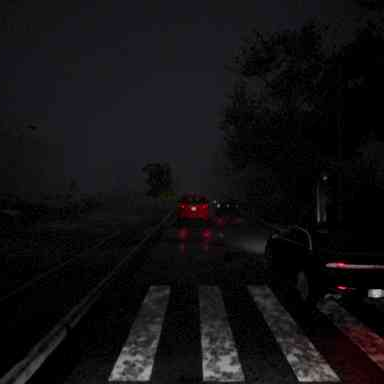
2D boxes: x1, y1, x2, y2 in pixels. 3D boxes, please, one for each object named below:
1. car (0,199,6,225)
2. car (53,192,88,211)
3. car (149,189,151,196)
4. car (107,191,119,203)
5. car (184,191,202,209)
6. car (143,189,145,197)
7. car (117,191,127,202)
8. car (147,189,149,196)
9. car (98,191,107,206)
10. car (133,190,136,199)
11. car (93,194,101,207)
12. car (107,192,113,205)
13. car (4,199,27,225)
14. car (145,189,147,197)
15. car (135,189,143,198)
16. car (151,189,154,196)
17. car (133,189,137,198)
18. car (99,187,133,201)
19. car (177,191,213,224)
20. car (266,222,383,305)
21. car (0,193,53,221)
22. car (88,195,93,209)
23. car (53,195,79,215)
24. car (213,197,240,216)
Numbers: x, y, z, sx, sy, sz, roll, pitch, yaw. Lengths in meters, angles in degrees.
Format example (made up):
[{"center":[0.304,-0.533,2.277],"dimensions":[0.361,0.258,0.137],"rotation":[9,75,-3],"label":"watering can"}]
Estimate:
[{"center":[-14.010,1.439,18.973],"dimensions":[5.366,1.575,1.946],"rotation":[-1,1,-20],"label":"car"},{"center":[-13.857,1.077,34.044],"dimensions":[5.566,2.045,2.435],"rotation":[-1,1,-20],"label":"car"},{"center":[-13.820,0.576,85.061],"dimensions":[4.792,1.488,2.163],"rotation":[-1,1,-20],"label":"car"},{"center":[-13.811,1.097,49.069],"dimensions":[5.008,1.535,2.097],"rotation":[-1,1,-20],"label":"car"},{"center":[0.102,0.939,42.919],"dimensions":[2.150,2.045,5.566],"rotation":[0,1,0],"label":"car"},{"center":[-13.771,0.527,76.080],"dimensions":[4.553,1.767,2.185],"rotation":[-1,1,-20],"label":"car"},{"center":[-13.788,1.014,55.085],"dimensions":[4.792,1.488,2.163],"rotation":[-1,1,-20],"label":"car"},{"center":[-13.804,0.582,82.077],"dimensions":[4.892,1.521,2.231],"rotation":[-1,0,-20],"label":"car"},{"center":[-13.854,1.076,43.057],"dimensions":[4.553,1.767,2.185],"rotation":[-1,1,-20],"label":"car"},{"center":[-13.636,0.871,61.139],"dimensions":[5.366,1.575,1.946],"rotation":[-1,1,-20],"label":"car"},{"center":[-13.827,1.291,40.071],"dimensions":[4.674,1.452,2.002],"rotation":[-1,1,-20],"label":"car"},{"center":[-13.823,1.190,46.070],"dimensions":[4.674,1.452,2.002],"rotation":[-1,1,-20],"label":"car"},{"center":[-13.841,1.466,22.046],"dimensions":[4.674,1.452,2.002],"rotation":[-1,0,-20],"label":"car"},{"center":[-13.832,0.491,79.065],"dimensions":[4.553,1.767,2.185],"rotation":[-1,1,-20],"label":"car"},{"center":[-13.832,0.485,70.052],"dimensions":[5.566,2.045,2.435],"rotation":[-1,1,-20],"label":"car"},{"center":[-13.820,0.263,88.061],"dimensions":[5.566,2.045,2.435],"rotation":[-1,1,-20],"label":"car"},{"center":[-13.982,0.829,64.005],"dimensions":[5.366,1.575,1.946],"rotation":[-1,1,-20],"label":"car"},{"center":[-13.791,0.680,58.083],"dimensions":[5.566,2.045,2.435],"rotation":[-1,1,-20],"label":"car"},{"center":[0.102,1.153,24.206],"dimensions":[2.150,2.045,5.566],"rotation":[0,1,0],"label":"car"},{"center":[3.101,1.477,8.006],"dimensions":[2.128,1.511,4.902],"rotation":[0,0,0],"label":"car"},{"center":[-13.812,1.160,25.064],"dimensions":[5.566,2.045,2.435],"rotation":[-1,0,-20],"label":"car"},{"center":[-13.852,1.319,37.046],"dimensions":[4.792,1.488,2.163],"rotation":[-1,1,-20],"label":"car"},{"center":[-13.658,1.354,31.119],"dimensions":[5.366,1.575,1.946],"rotation":[-1,0,-20],"label":"car"},{"center":[3.102,1.229,30.845],"dimensions":[2.097,1.767,4.553],"rotation":[0,0,0],"label":"car"}]
